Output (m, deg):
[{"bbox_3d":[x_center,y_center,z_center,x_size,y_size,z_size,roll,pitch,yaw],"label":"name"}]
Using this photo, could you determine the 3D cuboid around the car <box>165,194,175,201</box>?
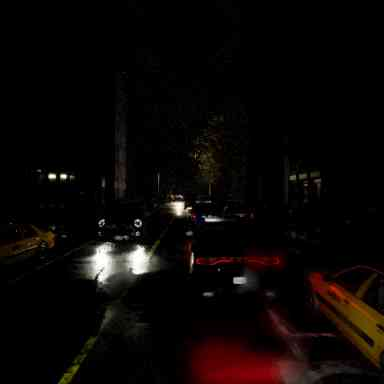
[{"bbox_3d":[-5.883,1.516,88.872,2.192,1.841,5.009,0,0,0],"label":"car"}]

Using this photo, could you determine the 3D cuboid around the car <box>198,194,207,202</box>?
[{"bbox_3d":[2.656,1.490,83.245,2.192,1.841,5.009,0,0,0],"label":"car"}]

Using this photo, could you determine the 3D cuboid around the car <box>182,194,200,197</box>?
[{"bbox_3d":[-0.139,1.305,57.508,2.150,2.045,5.566,0,0,0],"label":"car"}]

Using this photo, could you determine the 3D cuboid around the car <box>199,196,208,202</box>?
[{"bbox_3d":[2.670,1.715,77.604,1.947,1.339,4.313,0,0,0],"label":"car"}]

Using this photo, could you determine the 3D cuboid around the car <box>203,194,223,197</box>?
[{"bbox_3d":[2.766,1.349,38.129,2.192,1.841,5.009,0,0,0],"label":"car"}]

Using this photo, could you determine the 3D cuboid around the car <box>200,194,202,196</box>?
[{"bbox_3d":[2.726,1.517,55.047,1.967,1.590,4.097,0,0,0],"label":"car"}]

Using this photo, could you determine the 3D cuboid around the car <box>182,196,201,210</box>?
[{"bbox_3d":[-0.083,1.576,44.457,1.812,1.442,4.674,0,0,0],"label":"car"}]

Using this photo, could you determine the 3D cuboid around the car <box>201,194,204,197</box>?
[{"bbox_3d":[2.753,1.363,43.768,2.192,1.841,5.009,0,0,0],"label":"car"}]

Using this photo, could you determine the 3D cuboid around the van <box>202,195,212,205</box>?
[{"bbox_3d":[2.712,1.432,60.687,1.690,1.788,3.998,0,0,0],"label":"van"}]

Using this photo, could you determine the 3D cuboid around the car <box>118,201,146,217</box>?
[{"bbox_3d":[-5.745,1.588,32.483,1.947,1.339,4.313,0,0,0],"label":"car"}]

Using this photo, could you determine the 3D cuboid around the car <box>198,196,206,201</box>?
[{"bbox_3d":[2.643,1.746,88.884,1.887,1.381,4.507,0,0,0],"label":"car"}]

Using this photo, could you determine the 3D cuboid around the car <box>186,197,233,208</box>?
[{"bbox_3d":[0.854,1.355,18.572,2.097,1.767,4.553,0,0,0],"label":"car"}]

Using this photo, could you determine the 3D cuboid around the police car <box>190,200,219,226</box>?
[{"bbox_3d":[0.840,1.436,24.712,1.930,1.638,5.238,0,0,0],"label":"police car"}]

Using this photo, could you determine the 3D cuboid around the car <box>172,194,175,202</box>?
[{"bbox_3d":[-5.856,1.464,77.594,2.192,1.841,5.009,0,0,0],"label":"car"}]

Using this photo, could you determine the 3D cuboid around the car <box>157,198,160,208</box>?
[{"bbox_3d":[-5.773,1.488,43.762,1.967,1.590,4.097,0,0,0],"label":"car"}]

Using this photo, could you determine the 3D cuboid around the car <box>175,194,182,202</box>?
[{"bbox_3d":[-3.189,1.374,78.441,2.150,2.045,5.566,0,0,0],"label":"car"}]

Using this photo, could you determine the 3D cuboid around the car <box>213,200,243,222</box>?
[{"bbox_3d":[2.794,1.453,26.849,1.967,1.590,4.097,0,0,0],"label":"car"}]

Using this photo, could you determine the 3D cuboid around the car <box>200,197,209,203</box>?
[{"bbox_3d":[2.684,1.707,71.966,1.802,1.307,4.206,0,0,0],"label":"car"}]

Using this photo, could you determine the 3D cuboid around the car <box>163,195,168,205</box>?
[{"bbox_3d":[-5.814,1.673,60.678,1.802,1.307,4.206,0,0,0],"label":"car"}]

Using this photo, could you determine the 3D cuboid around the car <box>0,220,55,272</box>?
[{"bbox_3d":[-5.691,1.527,9.720,1.752,1.417,4.829,0,0,1],"label":"car"}]

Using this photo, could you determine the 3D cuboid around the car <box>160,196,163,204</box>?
[{"bbox_3d":[-5.787,1.607,49.400,1.887,1.381,4.507,0,0,0],"label":"car"}]

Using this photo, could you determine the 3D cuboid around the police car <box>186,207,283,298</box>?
[{"bbox_3d":[0.878,1.426,8.711,1.930,1.638,5.238,0,0,0],"label":"police car"}]

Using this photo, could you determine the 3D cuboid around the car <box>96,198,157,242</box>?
[{"bbox_3d":[-3.140,1.354,16.322,2.097,1.767,4.553,0,0,0],"label":"car"}]

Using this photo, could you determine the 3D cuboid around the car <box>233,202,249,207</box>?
[{"bbox_3d":[2.807,1.446,21.211,1.967,1.590,4.097,0,0,0],"label":"car"}]

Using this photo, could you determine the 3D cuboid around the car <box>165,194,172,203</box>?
[{"bbox_3d":[-5.841,1.650,71.786,1.752,1.417,4.829,0,0,0],"label":"car"}]

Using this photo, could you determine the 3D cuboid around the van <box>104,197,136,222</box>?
[{"bbox_3d":[-5.731,1.354,26.845,1.690,1.788,3.998,0,0,0],"label":"van"}]

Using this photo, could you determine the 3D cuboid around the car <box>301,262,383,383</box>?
[{"bbox_3d":[2.855,1.525,4.495,1.752,1.417,4.829,0,0,1],"label":"car"}]
